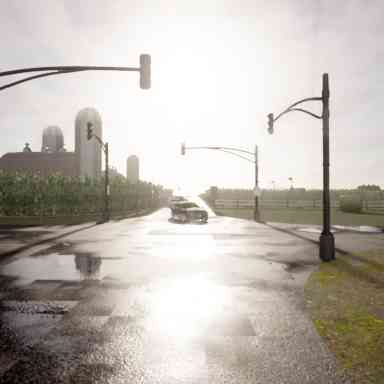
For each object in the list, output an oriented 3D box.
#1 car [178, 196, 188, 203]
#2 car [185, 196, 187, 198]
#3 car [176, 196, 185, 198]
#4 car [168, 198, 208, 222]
[{"bbox_3d":[-1.914,1.622,74.002,2.033,1.411,5.357,0,0,0],"label":"car"},{"bbox_3d":[-2.128,1.423,58.415,2.097,1.767,4.553,0,0,1],"label":"car"},{"bbox_3d":[-2.252,1.572,45.716,1.812,1.442,4.674,0,0,1],"label":"car"},{"bbox_3d":[-0.336,1.527,26.417,1.837,1.490,4.892,-1,0,-21],"label":"car"}]
